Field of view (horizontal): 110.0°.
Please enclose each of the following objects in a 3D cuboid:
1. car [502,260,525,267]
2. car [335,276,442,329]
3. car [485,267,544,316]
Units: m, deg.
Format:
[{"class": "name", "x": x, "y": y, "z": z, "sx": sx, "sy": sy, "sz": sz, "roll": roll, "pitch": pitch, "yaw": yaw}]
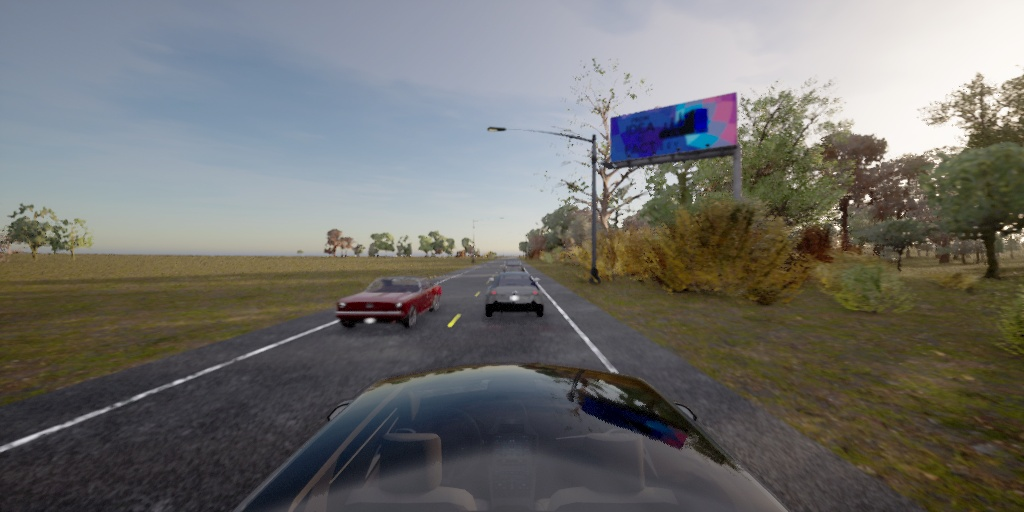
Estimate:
[{"class": "car", "x": 0.098, "y": 1.122, "z": 32.021, "sx": 2.128, "sy": 1.511, "sz": 4.902, "roll": 0, "pitch": 0, "yaw": 0}, {"class": "car", "x": -3.562, "y": 1.314, "z": 11.215, "sx": 1.895, "sy": 1.301, "sz": 4.718, "roll": 0, "pitch": 0, "yaw": 0}, {"class": "car", "x": 0.086, "y": 1.269, "z": 13.158, "sx": 1.994, "sy": 1.385, "sz": 4.181, "roll": 0, "pitch": 0, "yaw": 0}]
